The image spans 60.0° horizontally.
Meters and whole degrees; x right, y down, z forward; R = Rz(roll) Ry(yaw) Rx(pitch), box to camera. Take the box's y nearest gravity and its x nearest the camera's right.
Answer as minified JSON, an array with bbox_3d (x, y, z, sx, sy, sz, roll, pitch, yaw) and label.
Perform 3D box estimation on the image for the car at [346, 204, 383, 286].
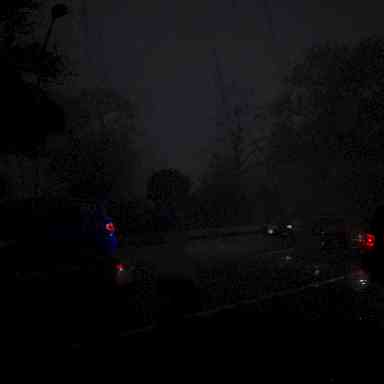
[{"bbox_3d":[6.423,1.230,8.154,5.566,2.045,2.150,0,0,-34],"label":"car"}]

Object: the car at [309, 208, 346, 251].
[{"bbox_3d":[7.048,1.487,12.955,5.008,1.535,1.882,0,0,-34],"label":"car"}]

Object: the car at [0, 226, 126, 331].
[{"bbox_3d":[-3.315,1.560,5.834,4.181,1.385,1.994,0,0,-35],"label":"car"}]

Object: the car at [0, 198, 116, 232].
[{"bbox_3d":[-4.847,1.213,9.025,5.566,2.045,2.150,-1,0,-34],"label":"car"}]

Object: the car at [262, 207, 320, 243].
[{"bbox_3d":[5.545,1.500,16.160,4.902,1.511,2.128,0,0,-34],"label":"car"}]
